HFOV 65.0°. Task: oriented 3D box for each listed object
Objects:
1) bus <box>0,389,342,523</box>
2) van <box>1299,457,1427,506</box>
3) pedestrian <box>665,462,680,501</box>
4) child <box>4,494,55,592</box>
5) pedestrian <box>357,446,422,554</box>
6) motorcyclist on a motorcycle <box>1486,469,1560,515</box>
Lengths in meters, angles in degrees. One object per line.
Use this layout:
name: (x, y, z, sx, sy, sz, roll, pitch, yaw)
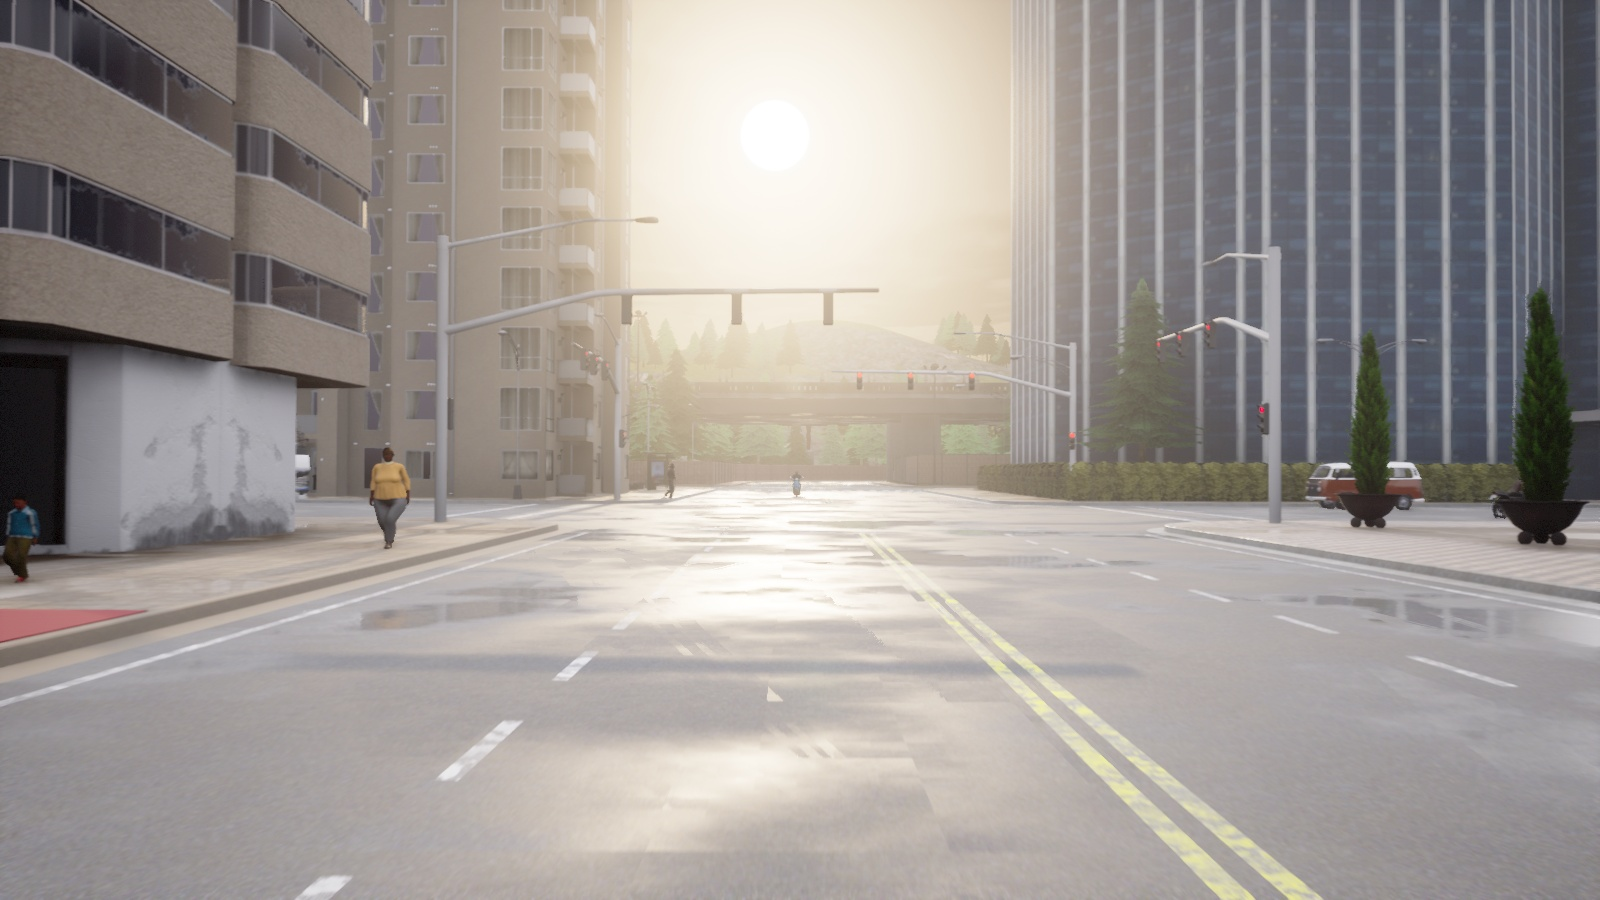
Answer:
bus: (-21.202, 0.225, 42.065, 10.273, 4.253, 3.944, 0, -1, -1)
van: (23.748, 1.330, 53.109, 4.480, 2.038, 2.069, 0, -1, -1)
pedestrian: (-6.421, 1.586, 63.287, 0.666, 1.930, 0.402, 0, -1, 15)
child: (-9.608, 1.153, 15.669, 0.343, 1.192, 0.448, 0, -1, 1)
pedestrian: (-7.208, 0.871, 22.080, 0.874, 1.855, 0.900, 0, -1, -2)
motorcyclist on a motorcycle: (24.532, 1.410, 42.615, 2.044, 1.523, 0.797, 0, -1, -1)
